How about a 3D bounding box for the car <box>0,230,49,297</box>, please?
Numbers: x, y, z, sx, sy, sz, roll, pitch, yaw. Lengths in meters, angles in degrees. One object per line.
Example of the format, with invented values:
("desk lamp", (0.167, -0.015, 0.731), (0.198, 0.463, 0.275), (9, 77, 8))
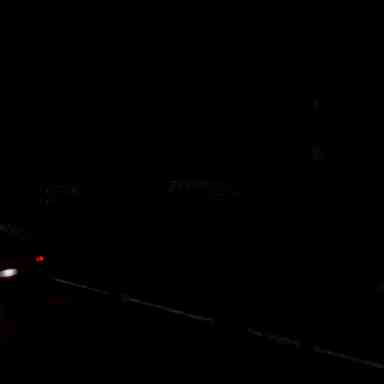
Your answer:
("car", (-5.206, 1.563, 7.754), (4.181, 1.385, 1.994), (0, 0, 37))
